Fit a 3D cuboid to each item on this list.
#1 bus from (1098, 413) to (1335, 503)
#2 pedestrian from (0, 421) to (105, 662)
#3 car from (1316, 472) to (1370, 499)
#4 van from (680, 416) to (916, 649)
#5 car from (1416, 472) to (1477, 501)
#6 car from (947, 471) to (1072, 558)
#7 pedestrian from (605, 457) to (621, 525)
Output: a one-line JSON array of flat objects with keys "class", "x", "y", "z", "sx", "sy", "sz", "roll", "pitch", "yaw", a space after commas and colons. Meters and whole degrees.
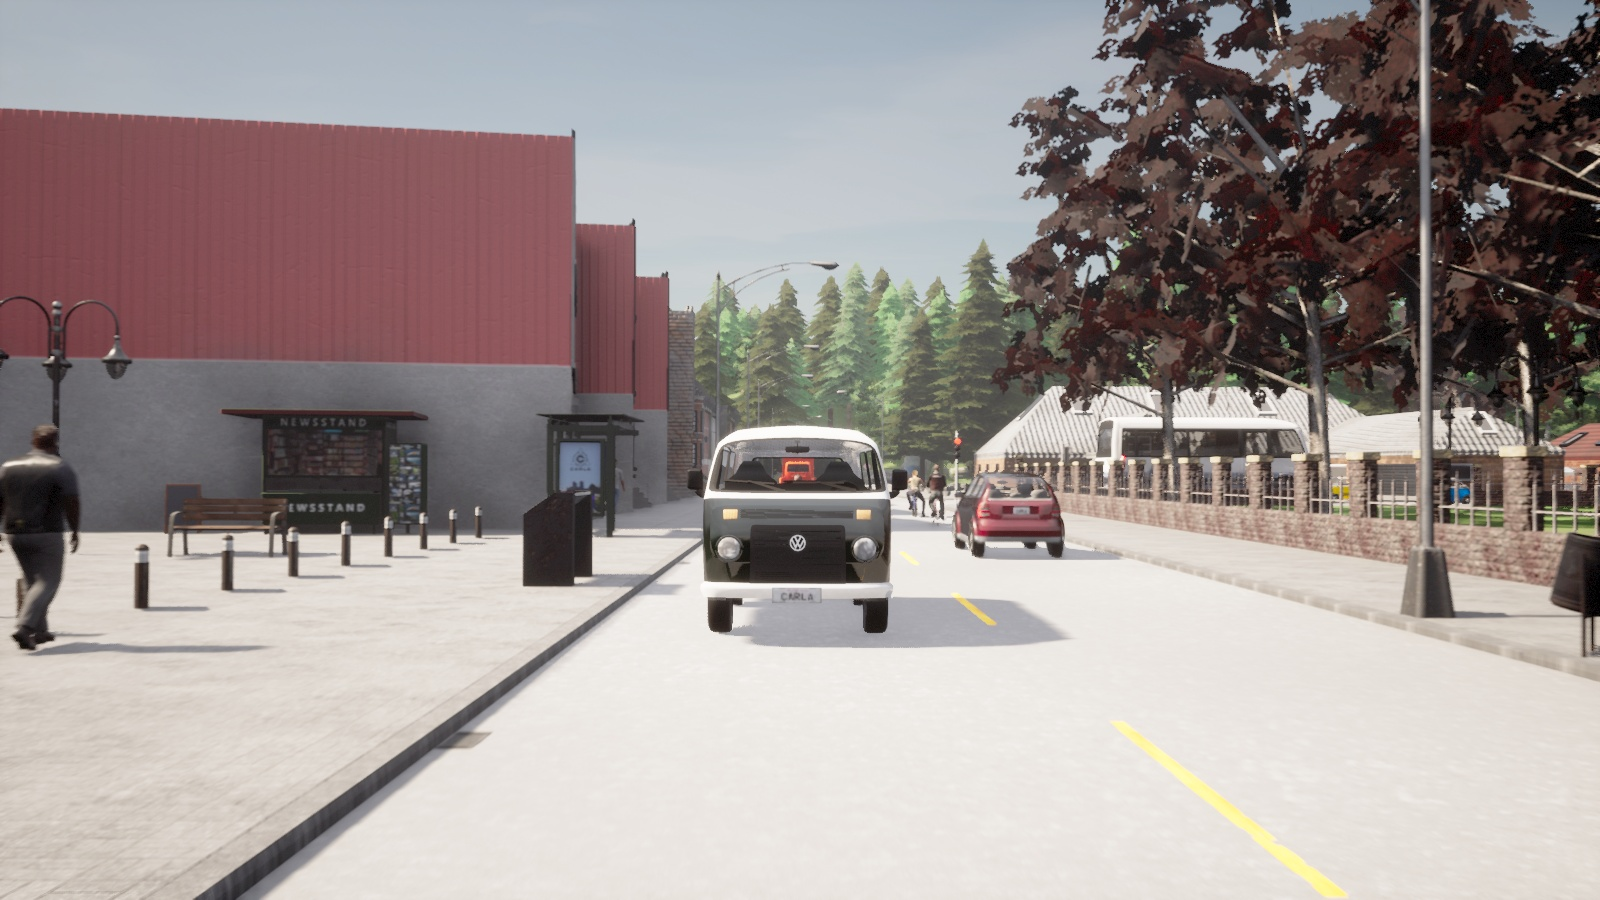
[{"class": "bus", "x": 20.349, "y": 0.393, "z": 61.878, "sx": 10.273, "sy": 4.253, "sz": 3.944, "roll": 0, "pitch": -1, "yaw": -2}, {"class": "pedestrian", "x": -6.168, "y": 0.720, "z": 10.226, "sx": 0.563, "sy": 1.883, "sz": 0.849, "roll": 0, "pitch": -1, "yaw": -2}, {"class": "car", "x": 28.495, "y": 1.859, "z": 65.896, "sx": 2.207, "sy": 1.376, "sz": 1.481, "roll": 0, "pitch": -1, "yaw": 1}, {"class": "van", "x": -0.023, "y": 0.761, "z": 13.282, "sx": 2.069, "sy": 2.038, "sz": 4.480, "roll": 0, "pitch": -1, "yaw": 0}, {"class": "car", "x": 31.875, "y": 1.779, "z": 61.912, "sx": 2.207, "sy": 1.376, "sz": 1.481, "roll": -1, "pitch": -1, "yaw": -1}, {"class": "car", "x": 3.963, "y": 1.185, "z": 24.334, "sx": 1.789, "sy": 1.549, "sz": 3.705, "roll": 0, "pitch": -1, "yaw": 0}, {"class": "pedestrian", "x": -5.149, "y": 1.124, "z": 34.612, "sx": 0.354, "sy": 1.836, "sz": 0.706, "roll": 0, "pitch": -1, "yaw": -1}]
